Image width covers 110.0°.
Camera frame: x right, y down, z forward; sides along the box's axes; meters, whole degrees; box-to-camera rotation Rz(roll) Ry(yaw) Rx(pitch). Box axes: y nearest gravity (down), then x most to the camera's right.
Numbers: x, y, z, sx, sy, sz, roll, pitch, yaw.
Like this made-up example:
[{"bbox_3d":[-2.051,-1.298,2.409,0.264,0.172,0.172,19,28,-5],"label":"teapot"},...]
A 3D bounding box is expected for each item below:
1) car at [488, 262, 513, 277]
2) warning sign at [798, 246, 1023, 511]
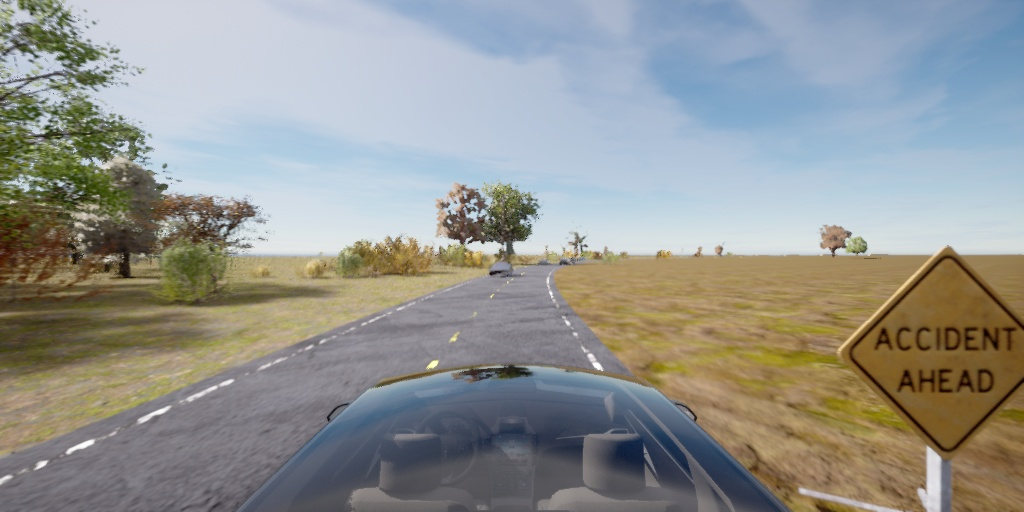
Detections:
[{"bbox_3d":[-0.989,1.299,35.399,2.033,1.411,5.357,0,0,7],"label":"car"},{"bbox_3d":[2.642,0.870,2.219,1.300,1.860,1.060,0,0,0],"label":"warning sign"}]
